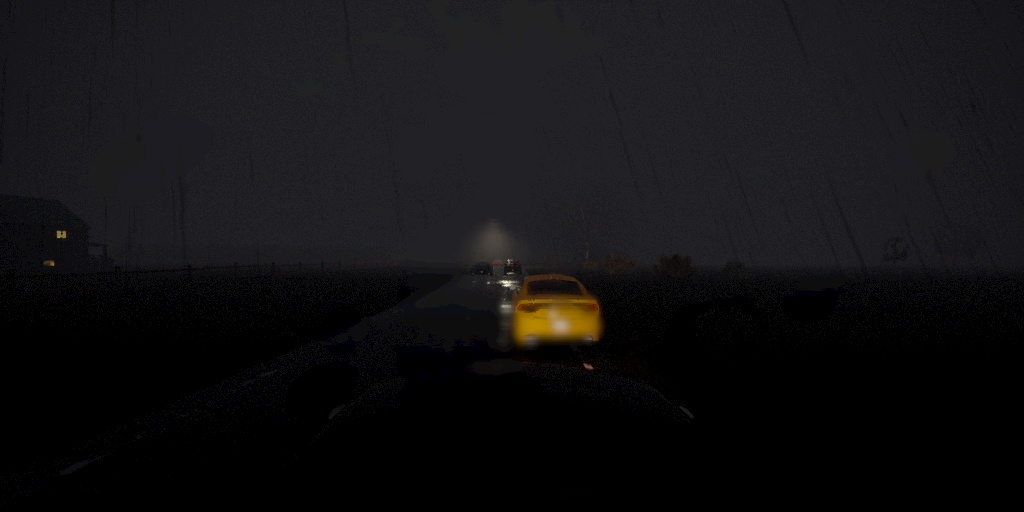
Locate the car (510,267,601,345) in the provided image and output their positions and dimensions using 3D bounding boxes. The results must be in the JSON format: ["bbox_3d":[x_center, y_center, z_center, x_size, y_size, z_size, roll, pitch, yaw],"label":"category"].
[{"bbox_3d":[0.966,1.227,9.533,1.882,1.535,5.008,0,0,0],"label":"car"}]

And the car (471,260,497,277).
[{"bbox_3d":[-2.838,1.309,35.189,1.994,1.385,4.181,0,0,0],"label":"car"}]

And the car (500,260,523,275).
[{"bbox_3d":[0.098,1.236,39.195,2.128,1.511,4.902,0,0,0],"label":"car"}]
